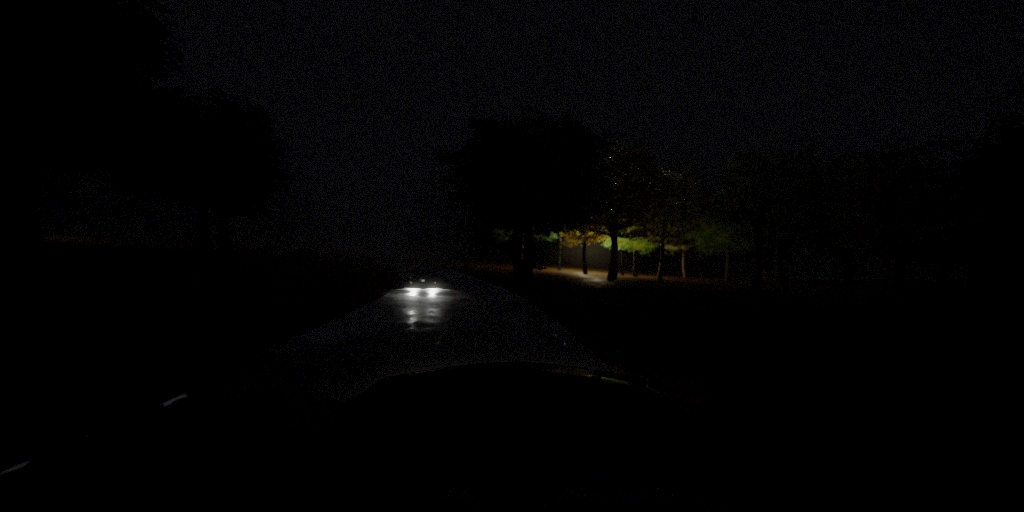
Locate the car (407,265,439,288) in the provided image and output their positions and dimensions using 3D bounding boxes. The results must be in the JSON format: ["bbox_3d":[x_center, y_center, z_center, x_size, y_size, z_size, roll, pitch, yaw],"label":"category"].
[{"bbox_3d":[-5.924,1.326,24.070,1.994,1.385,4.181,1,0,-13],"label":"car"}]
